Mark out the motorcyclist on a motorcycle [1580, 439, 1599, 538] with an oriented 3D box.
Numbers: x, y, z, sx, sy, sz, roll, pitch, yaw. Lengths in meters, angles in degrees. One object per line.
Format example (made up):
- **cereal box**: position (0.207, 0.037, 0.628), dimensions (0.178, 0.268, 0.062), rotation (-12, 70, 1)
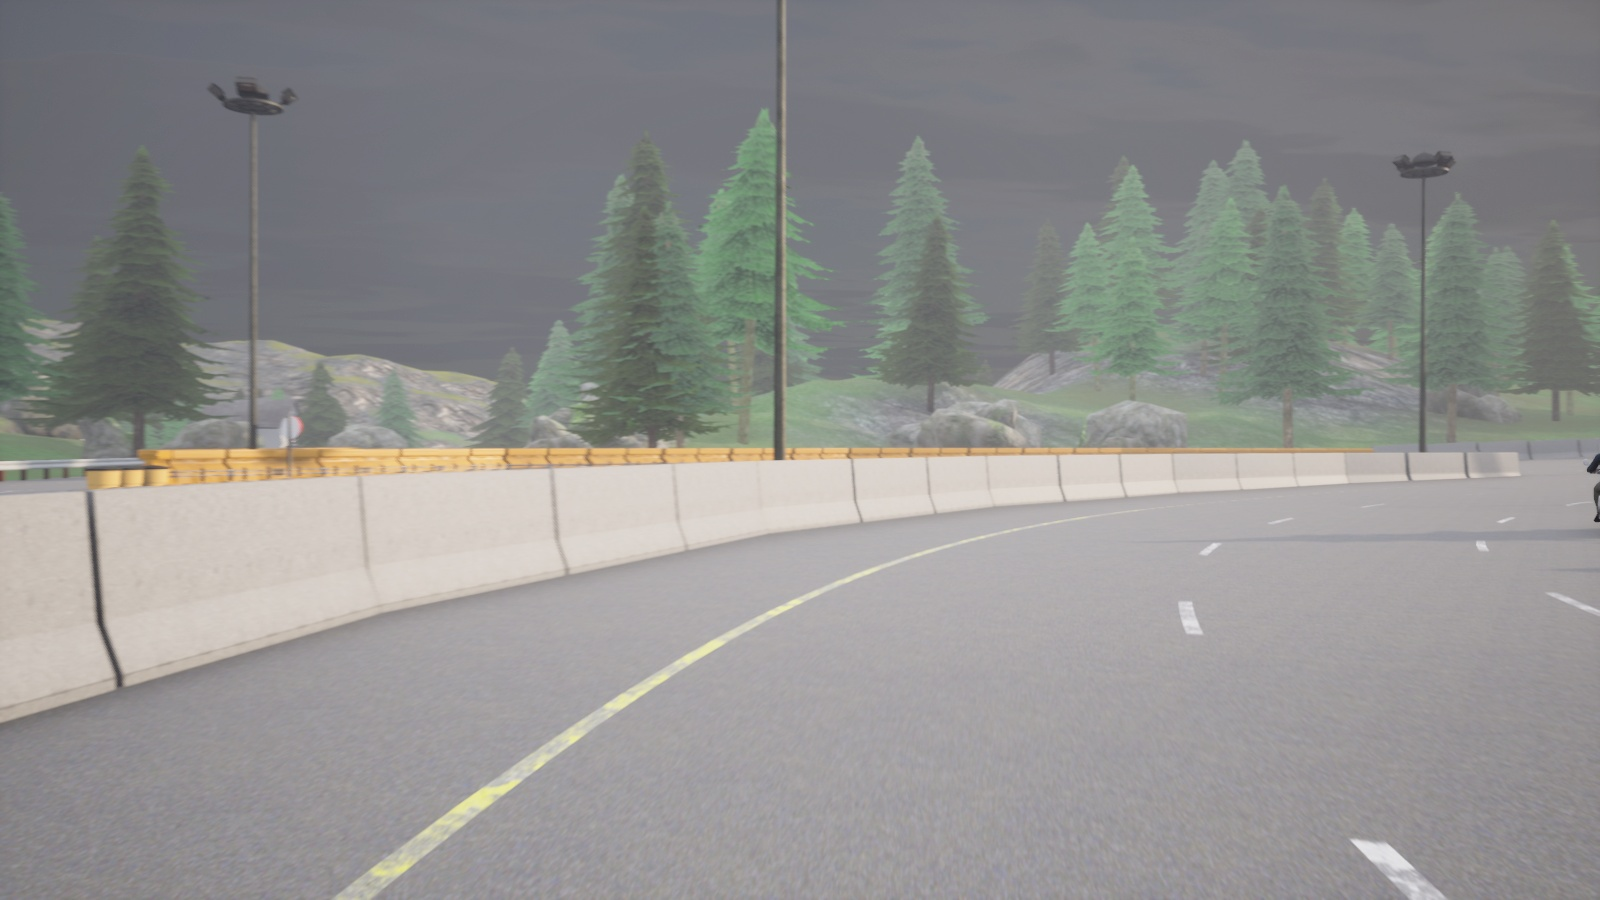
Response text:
- **motorcyclist on a motorcycle**: position (13.518, 0.624, 20.922), dimensions (0.866, 1.590, 1.817), rotation (1, 1, 32)
